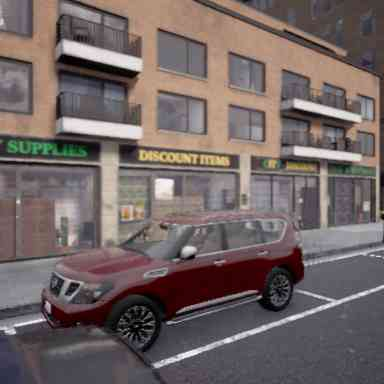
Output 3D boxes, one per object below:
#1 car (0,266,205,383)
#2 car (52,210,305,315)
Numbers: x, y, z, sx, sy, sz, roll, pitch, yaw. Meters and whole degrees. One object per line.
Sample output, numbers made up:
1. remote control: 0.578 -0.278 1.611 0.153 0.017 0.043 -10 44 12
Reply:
1. car: -2.524 1.548 1.269 5.357 1.411 2.033 0 0 -35
2. car: 0.005 1.312 6.192 5.009 1.841 2.192 0 0 -36
